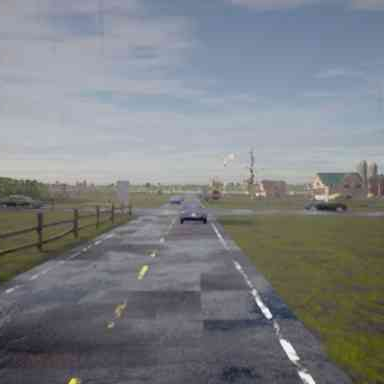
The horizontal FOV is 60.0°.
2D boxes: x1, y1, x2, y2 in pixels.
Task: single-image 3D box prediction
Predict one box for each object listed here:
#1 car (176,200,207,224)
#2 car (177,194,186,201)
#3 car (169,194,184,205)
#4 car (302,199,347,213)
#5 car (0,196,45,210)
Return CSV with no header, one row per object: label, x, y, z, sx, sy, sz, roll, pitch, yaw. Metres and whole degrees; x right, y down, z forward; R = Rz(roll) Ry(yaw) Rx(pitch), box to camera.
car,0.040,1.507,24.550,1.994,1.385,4.181,0,0,-2
car,-2.719,1.326,83.753,2.128,1.511,4.902,0,0,0
car,-2.772,1.352,55.168,1.882,1.535,5.008,0,0,1
car,15.765,1.606,39.626,5.008,1.535,1.882,1,1,1
car,-19.017,1.187,37.290,4.892,1.490,1.837,1,1,1
